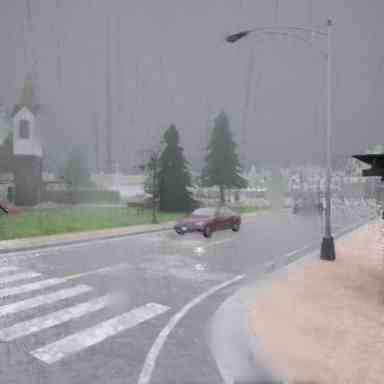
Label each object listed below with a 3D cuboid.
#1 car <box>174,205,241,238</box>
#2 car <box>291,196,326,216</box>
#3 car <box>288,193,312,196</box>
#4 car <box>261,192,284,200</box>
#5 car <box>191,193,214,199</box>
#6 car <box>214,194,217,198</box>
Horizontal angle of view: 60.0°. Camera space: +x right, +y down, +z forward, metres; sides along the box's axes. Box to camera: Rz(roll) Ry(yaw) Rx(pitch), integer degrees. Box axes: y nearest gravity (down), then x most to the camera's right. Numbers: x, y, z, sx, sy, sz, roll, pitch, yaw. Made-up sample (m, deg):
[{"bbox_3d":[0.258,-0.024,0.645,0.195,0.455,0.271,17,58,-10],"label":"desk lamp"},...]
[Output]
[{"bbox_3d":[0.972,1.449,17.544,1.812,1.442,4.674,0,0,35],"label":"car"},{"bbox_3d":[11.244,1.428,32.148,1.837,1.490,4.892,0,0,35],"label":"car"},{"bbox_3d":[24.059,1.221,74.382,3.633,1.501,1.845,0,0,35],"label":"car"},{"bbox_3d":[19.700,1.181,81.086,3.806,1.475,1.970,0,0,35],"label":"car"},{"bbox_3d":[2.751,1.009,89.338,4.514,1.523,2.007,0,0,35],"label":"car"},{"bbox_3d":[4.511,1.000,91.935,5.027,1.636,2.152,0,0,35],"label":"car"}]
